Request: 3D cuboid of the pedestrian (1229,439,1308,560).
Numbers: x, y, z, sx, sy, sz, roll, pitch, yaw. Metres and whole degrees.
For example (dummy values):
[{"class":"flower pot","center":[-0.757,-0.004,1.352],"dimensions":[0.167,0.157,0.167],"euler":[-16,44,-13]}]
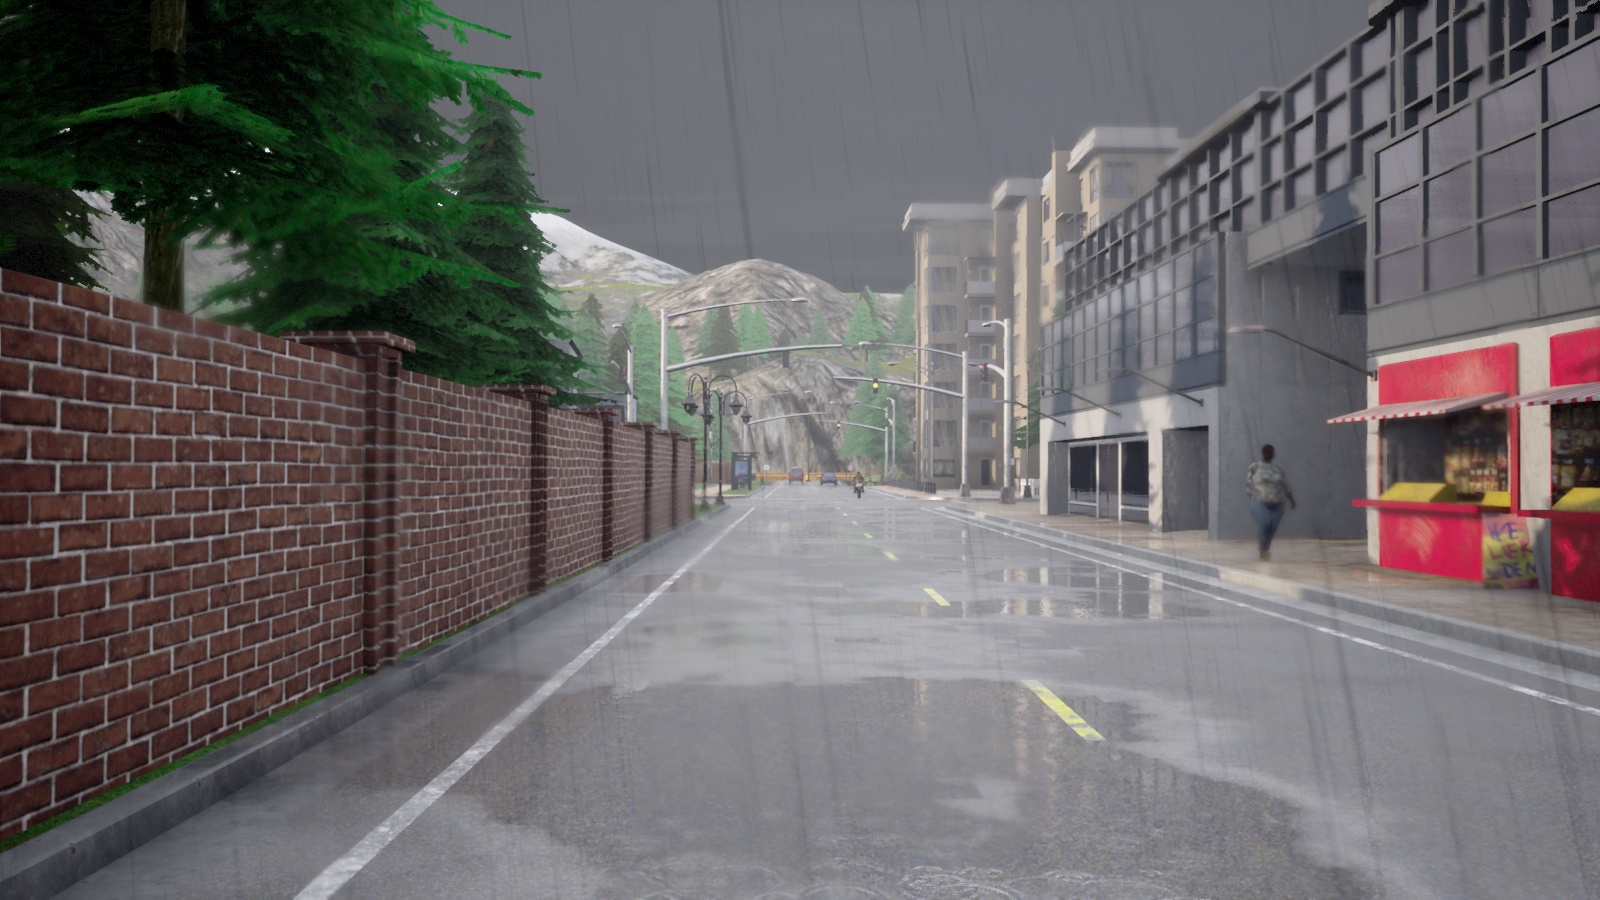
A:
[{"class":"pedestrian","center":[7.363,0.767,19.779],"dimensions":[0.874,1.855,0.900],"euler":[0,-1,-1]}]
